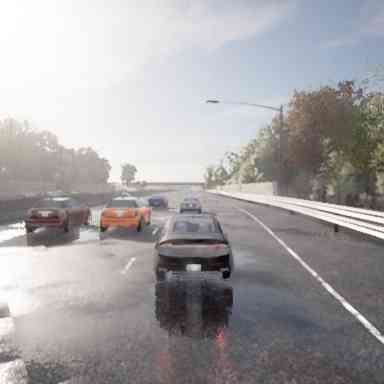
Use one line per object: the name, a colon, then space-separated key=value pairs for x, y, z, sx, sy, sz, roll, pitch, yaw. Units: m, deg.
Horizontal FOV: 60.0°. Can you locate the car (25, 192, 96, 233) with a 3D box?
car: x=-7.036 y=1.091 z=18.006 sx=2.097 sy=1.767 sz=4.553 roll=0 pitch=1 yaw=0

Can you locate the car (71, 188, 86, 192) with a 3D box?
car: x=-21.492 y=0.358 z=62.998 sx=2.150 sy=2.045 sz=5.566 roll=0 pitch=1 yaw=0

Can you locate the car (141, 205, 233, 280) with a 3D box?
car: x=0.024 y=1.353 z=9.515 sx=2.128 sy=1.511 sz=4.902 roll=0 pitch=1 yaw=0

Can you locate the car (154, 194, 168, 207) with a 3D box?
car: x=-3.672 y=0.965 z=36.230 sx=1.882 sy=1.535 sz=5.008 roll=0 pitch=1 yaw=0

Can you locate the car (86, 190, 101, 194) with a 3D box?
car: x=-18.001 y=0.697 z=63.148 sx=1.994 sy=1.385 sz=4.181 roll=0 pitch=1 yaw=0

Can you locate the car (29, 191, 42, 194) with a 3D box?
car: x=-28.471 y=0.675 z=60.361 sx=1.837 sy=1.490 sz=4.892 roll=0 pitch=1 yaw=0

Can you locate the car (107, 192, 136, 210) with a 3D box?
car: x=-7.158 y=0.865 z=34.387 sx=2.097 sy=1.767 sz=4.553 roll=0 pitch=1 yaw=0

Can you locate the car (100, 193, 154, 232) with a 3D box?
car: x=-3.539 y=1.086 z=18.356 sx=2.097 sy=1.767 sz=4.553 roll=0 pitch=1 yaw=0

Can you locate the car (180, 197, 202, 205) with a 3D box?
car: x=-0.121 y=1.127 z=29.470 sx=2.033 sy=1.411 sz=5.357 roll=0 pitch=1 yaw=0
